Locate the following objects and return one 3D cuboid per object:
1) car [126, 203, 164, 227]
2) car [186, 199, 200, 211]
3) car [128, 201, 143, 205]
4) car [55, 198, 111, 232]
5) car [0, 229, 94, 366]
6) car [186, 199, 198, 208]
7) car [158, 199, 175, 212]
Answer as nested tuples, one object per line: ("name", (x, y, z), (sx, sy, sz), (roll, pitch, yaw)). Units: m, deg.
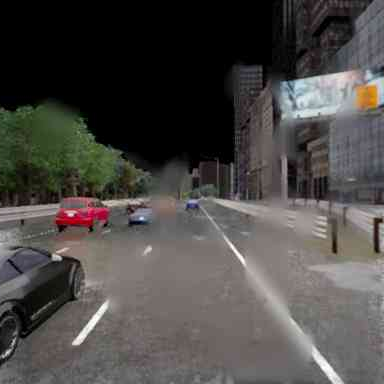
("car", (-3.405, 1.779, 24.568), (1.994, 1.385, 4.181), (0, 0, 0))
("car", (0.096, 1.883, 48.823), (1.882, 1.535, 5.008), (0, -1, 0))
("car", (-6.911, 1.824, 41.610), (1.882, 1.535, 5.008), (0, 0, 0))
("car", (-6.903, 1.414, 21.627), (2.150, 2.045, 5.566), (0, 0, 0))
("car", (-3.401, 1.621, 5.857), (1.994, 1.385, 4.181), (0, -1, 0))
("car", (-0.012, 1.984, 59.102), (2.128, 1.511, 4.902), (0, 0, 0))
("car", (-3.407, 1.718, 44.003), (2.097, 1.767, 4.553), (0, 0, 0))
